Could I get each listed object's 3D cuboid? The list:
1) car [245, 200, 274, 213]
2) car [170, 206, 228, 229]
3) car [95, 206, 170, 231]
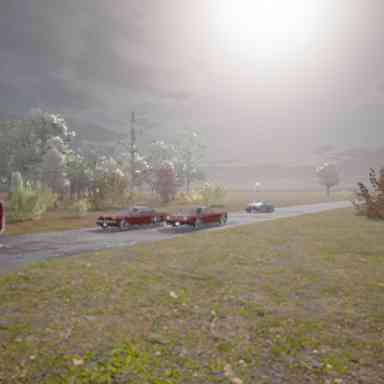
[{"bbox_3d":[7.522,1.539,36.863,1.994,1.385,4.181,0,0,36],"label":"car"},{"bbox_3d":[0.437,1.577,21.492,1.895,1.301,4.718,0,0,36],"label":"car"},{"bbox_3d":[-3.759,1.588,21.024,1.895,1.301,4.718,0,0,35],"label":"car"}]
